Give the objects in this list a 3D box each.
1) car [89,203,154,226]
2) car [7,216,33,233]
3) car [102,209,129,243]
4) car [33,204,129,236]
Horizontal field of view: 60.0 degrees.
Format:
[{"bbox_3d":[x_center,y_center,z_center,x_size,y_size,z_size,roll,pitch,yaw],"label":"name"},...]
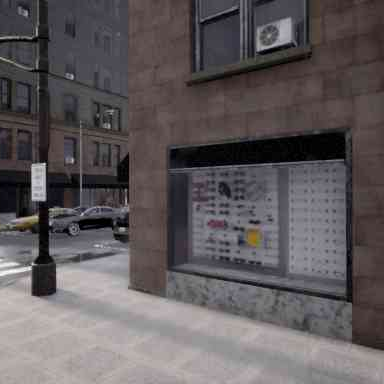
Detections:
[{"bbox_3d":[-5.008,1.585,24.256,2.008,1.369,4.403,0,0,35],"label":"car"},{"bbox_3d":[-8.250,1.555,19.711,1.752,1.417,4.829,0,0,35],"label":"car"},{"bbox_3d":[-1.622,1.561,15.182,1.947,1.339,4.313,0,0,35],"label":"car"},{"bbox_3d":[-5.868,1.511,18.694,2.128,1.511,4.902,0,0,36],"label":"car"}]
